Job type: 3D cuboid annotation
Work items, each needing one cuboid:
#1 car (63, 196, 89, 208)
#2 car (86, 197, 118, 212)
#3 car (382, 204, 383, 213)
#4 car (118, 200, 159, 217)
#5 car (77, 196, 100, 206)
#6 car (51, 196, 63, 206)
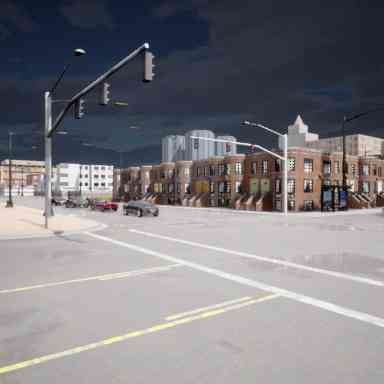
[{"bbox_3d":[-16.277,1.352,47.138,2.097,1.767,4.553,0,0,-36],"label":"car"},{"bbox_3d":[-10.331,1.601,38.889,1.895,1.301,4.718,0,0,-36],"label":"car"},{"bbox_3d":[20.214,1.222,31.415,5.566,2.045,2.150,0,0,-36],"label":"car"},{"bbox_3d":[-4.866,1.505,31.318,1.837,1.490,4.892,0,0,-36],"label":"car"},{"bbox_3d":[-16.892,1.491,54.296,2.128,1.511,4.902,0,0,-36],"label":"car"},{"bbox_3d":[-22.298,1.492,55.551,2.128,1.511,4.902,0,0,-35],"label":"car"}]
